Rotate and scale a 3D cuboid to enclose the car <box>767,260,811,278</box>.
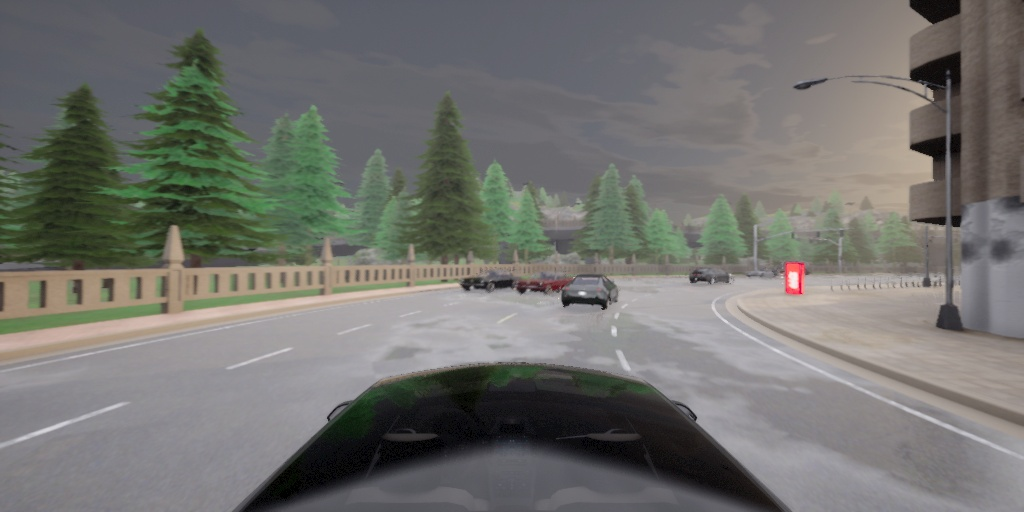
[{"bbox_3d":[35.122,1.487,45.043,5.566,2.045,2.150,1,-1,-26],"label":"car"}]

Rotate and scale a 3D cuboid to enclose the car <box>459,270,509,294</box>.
[{"bbox_3d":[-1.234,1.561,22.656,1.895,1.301,4.718,0,-1,30],"label":"car"}]

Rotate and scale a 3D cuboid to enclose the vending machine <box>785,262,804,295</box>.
[{"bbox_3d":[16.900,1.365,21.444,0.880,2.100,1.100,0,0,-44],"label":"vending machine"}]

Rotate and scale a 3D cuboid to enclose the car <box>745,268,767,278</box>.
[{"bbox_3d":[33.601,2.330,48.191,4.718,1.301,1.895,1,-1,-26],"label":"car"}]

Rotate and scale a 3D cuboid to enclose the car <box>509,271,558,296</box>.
[{"bbox_3d":[2.020,1.587,21.359,1.895,1.301,4.718,0,-1,31],"label":"car"}]

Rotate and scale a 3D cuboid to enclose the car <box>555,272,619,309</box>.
[{"bbox_3d":[3.645,1.516,16.346,1.994,1.385,4.181,0,-1,23],"label":"car"}]

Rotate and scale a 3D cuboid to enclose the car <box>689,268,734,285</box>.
[{"bbox_3d":[18.022,1.805,32.369,4.892,1.490,1.837,1,-1,-31],"label":"car"}]
